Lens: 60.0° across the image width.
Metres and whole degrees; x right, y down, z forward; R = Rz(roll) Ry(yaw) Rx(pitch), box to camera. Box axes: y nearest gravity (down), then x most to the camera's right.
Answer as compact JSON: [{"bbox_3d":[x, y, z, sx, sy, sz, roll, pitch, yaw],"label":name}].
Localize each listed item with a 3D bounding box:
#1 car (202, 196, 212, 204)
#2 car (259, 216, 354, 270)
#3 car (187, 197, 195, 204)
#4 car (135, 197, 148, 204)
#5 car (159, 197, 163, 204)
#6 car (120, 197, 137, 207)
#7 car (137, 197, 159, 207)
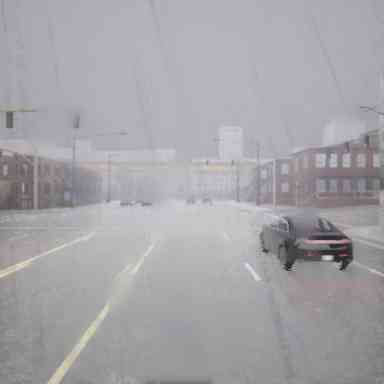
[{"bbox_3d":[3.271,1.732,71.646,1.837,1.490,4.892,0,0,0],"label":"car"},{"bbox_3d":[3.542,1.531,11.112,2.128,1.511,4.902,0,0,0],"label":"car"},{"bbox_3d":[-0.229,1.761,71.631,2.128,1.511,4.902,0,0,0],"label":"car"},{"bbox_3d":[-10.727,1.770,70.996,2.033,1.411,5.357,0,0,0],"label":"car"},{"bbox_3d":[-7.226,1.770,70.750,2.128,1.511,4.902,0,0,0],"label":"car"},{"bbox_3d":[-10.726,1.695,55.455,1.837,1.490,4.892,0,0,0],"label":"car"},{"bbox_3d":[-7.227,1.738,55.470,2.033,1.411,5.357,0,0,0],"label":"car"}]
